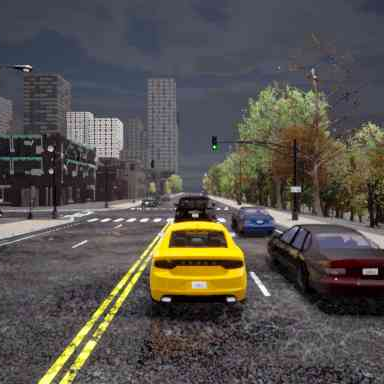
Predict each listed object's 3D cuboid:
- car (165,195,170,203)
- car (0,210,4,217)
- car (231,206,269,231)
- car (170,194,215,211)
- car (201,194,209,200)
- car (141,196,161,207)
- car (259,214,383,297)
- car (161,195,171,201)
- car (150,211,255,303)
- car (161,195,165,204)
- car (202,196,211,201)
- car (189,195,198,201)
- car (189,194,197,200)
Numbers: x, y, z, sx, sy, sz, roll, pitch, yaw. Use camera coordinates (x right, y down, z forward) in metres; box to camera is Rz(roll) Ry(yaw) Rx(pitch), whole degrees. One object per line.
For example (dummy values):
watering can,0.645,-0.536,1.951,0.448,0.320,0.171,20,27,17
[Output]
car,-6.275,1.531,69.414,1.994,1.385,4.181,0,0,0
car,-19.855,1.811,30.818,4.313,1.339,1.947,-1,1,0
car,3.415,1.544,19.270,2.033,1.411,5.357,0,0,0
car,0.153,1.219,18.769,2.150,2.045,5.566,0,0,0
car,3.548,1.299,91.595,1.837,1.490,4.892,0,0,0
car,-6.443,1.478,50.204,2.128,1.511,4.902,0,0,1
car,3.378,1.546,8.759,2.033,1.411,5.357,0,0,1
car,-6.235,1.510,81.504,2.033,1.411,5.357,0,0,0
car,0.124,1.476,8.307,1.882,1.535,5.008,0,0,0
car,-6.375,1.487,59.677,1.837,1.490,4.892,0,0,1
car,3.515,1.560,81.623,1.895,1.301,4.718,0,0,0
car,0.263,1.490,81.187,2.128,1.511,4.902,0,0,0
car,0.298,1.324,91.605,2.128,1.511,4.902,0,0,0
